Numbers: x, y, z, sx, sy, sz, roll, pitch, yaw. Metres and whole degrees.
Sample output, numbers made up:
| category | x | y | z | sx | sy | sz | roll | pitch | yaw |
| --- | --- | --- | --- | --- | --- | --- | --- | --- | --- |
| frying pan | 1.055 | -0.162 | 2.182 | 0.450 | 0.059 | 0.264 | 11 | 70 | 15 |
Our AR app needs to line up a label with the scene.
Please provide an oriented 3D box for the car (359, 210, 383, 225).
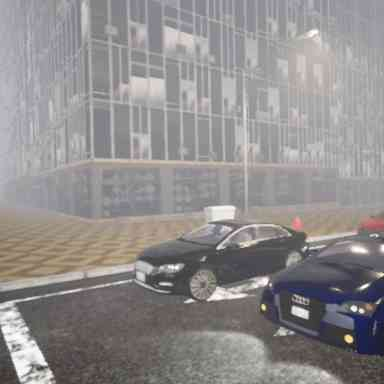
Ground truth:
| category | x | y | z | sx | sy | sz | roll | pitch | yaw |
| --- | --- | --- | --- | --- | --- | --- | --- | --- | --- |
| car | 8.843 | 1.359 | 13.901 | 5.008 | 1.535 | 1.882 | -1 | 0 | -36 |

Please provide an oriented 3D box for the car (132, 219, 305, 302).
| category | x | y | z | sx | sy | sz | roll | pitch | yaw |
| --- | --- | --- | --- | --- | --- | --- | --- | --- | --- |
| car | 0.935 | 1.470 | 8.330 | 4.902 | 1.511 | 2.128 | -1 | 0 | -35 |

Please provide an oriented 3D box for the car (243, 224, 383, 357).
| category | x | y | z | sx | sy | sz | roll | pitch | yaw |
| --- | --- | --- | --- | --- | --- | --- | --- | --- | --- |
| car | 3.178 | 1.526 | 5.930 | 4.181 | 1.385 | 1.994 | -1 | 0 | -35 |
